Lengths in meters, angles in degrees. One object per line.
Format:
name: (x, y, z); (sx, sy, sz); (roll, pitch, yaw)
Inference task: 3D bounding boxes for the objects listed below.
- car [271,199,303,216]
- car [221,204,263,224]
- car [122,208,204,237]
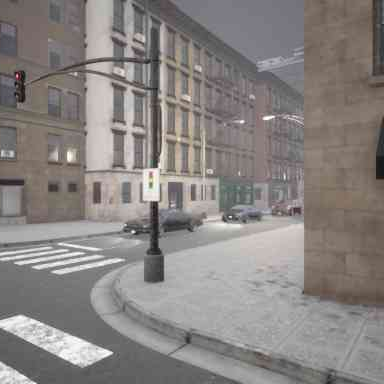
car: (9.966, 1.538, 34.810); (2.097, 1.767, 4.553); (0, 0, 35)
car: (4.044, 1.695, 26.529); (1.994, 1.385, 4.181); (0, 0, 36)
car: (-1.415, 1.630, 18.891); (2.033, 1.411, 5.357); (0, 0, 35)
